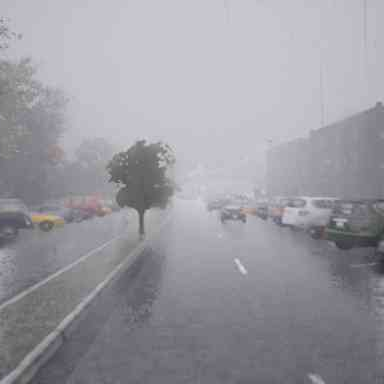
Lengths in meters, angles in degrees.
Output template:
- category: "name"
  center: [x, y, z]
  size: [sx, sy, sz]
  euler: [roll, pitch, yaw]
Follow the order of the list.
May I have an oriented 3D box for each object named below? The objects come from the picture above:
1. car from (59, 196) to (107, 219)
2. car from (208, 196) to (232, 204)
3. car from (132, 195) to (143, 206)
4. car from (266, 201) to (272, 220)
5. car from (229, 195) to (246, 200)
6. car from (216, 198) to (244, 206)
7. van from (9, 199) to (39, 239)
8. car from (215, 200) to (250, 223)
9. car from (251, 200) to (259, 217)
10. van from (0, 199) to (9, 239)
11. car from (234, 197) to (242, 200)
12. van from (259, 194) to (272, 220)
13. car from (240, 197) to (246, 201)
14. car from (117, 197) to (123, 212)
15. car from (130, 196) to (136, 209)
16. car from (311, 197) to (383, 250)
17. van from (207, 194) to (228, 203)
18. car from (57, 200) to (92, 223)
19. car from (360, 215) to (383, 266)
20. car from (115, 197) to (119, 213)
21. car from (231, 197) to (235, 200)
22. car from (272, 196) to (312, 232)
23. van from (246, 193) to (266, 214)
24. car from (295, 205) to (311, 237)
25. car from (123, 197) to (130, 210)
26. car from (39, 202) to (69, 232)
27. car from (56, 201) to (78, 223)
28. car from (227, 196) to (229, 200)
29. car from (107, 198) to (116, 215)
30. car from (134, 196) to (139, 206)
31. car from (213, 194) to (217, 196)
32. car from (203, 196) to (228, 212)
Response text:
- category: "car"
  center: [-10.492, 1.374, 28.496]
  size: [5.566, 2.045, 2.435]
  euler: [-1, 0, -20]
- category: "car"
  center: [6.135, 1.773, 73.038]
  size: [4.892, 1.521, 2.231]
  euler: [1, 0, -25]
- category: "car"
  center: [-11.098, 1.617, 55.178]
  size: [4.553, 1.767, 2.185]
  euler: [-1, -1, -22]
- category: "car"
  center: [7.749, 1.574, 21.767]
  size: [5.008, 1.535, 2.097]
  euler: [1, 0, -20]
- category: "car"
  center: [7.578, 1.531, 42.865]
  size: [4.553, 1.767, 2.185]
  euler: [1, -1, -21]
- category: "car"
  center: [6.929, 1.766, 60.984]
  size: [4.674, 1.452, 2.002]
  euler: [1, -1, -23]
- category: "van"
  center: [-10.338, 1.347, 16.649]
  size: [4.442, 1.987, 1.878]
  euler: [-1, -1, -20]
- category: "car"
  center: [3.079, 1.635, 26.220]
  size: [1.812, 1.442, 4.674]
  euler: [0, 0, 0]
- category: "car"
  center: [7.766, 1.628, 27.800]
  size: [4.792, 1.488, 2.163]
  euler: [1, -1, -20]
- category: "van"
  center: [-10.333, 1.334, 13.671]
  size: [4.442, 1.987, 1.878]
  euler: [-1, -1, -20]
- category: "car"
  center: [7.699, 1.634, 36.827]
  size: [5.008, 1.535, 2.097]
  euler: [1, 0, -21]
- category: "van"
  center: [7.639, 1.359, 24.732]
  size: [4.442, 1.987, 1.878]
  euler: [1, 0, -20]
- category: "car"
  center: [7.886, 1.622, 33.884]
  size: [5.366, 1.575, 1.946]
  euler: [1, -1, -21]
- category: "car"
  center: [-10.508, 1.537, 37.427]
  size: [4.553, 1.767, 2.185]
  euler: [-1, 0, -21]
- category: "car"
  center: [-10.754, 1.733, 46.290]
  size: [4.792, 1.488, 2.163]
  euler: [-1, 0, -22]
- category: "car"
  center: [7.779, 1.286, 12.769]
  size: [5.566, 2.045, 2.435]
  euler: [1, -1, -20]
- category: "van"
  center: [5.781, 1.557, 75.998]
  size: [4.442, 1.987, 1.878]
  euler: [1, 0, -25]
- category: "car"
  center: [-10.430, 1.641, 25.546]
  size: [4.792, 1.488, 2.163]
  euler: [-1, -1, -20]
- category: "car"
  center: [7.726, 1.553, 9.734]
  size: [4.792, 1.488, 2.163]
  euler: [1, 0, -20]
- category: "car"
  center: [-10.495, 1.651, 34.449]
  size: [4.892, 1.521, 2.231]
  euler: [-1, 0, -20]
- category: "car"
  center: [7.640, 1.647, 39.845]
  size: [4.892, 1.521, 2.231]
  euler: [1, -1, -21]
- category: "car"
  center: [7.775, 1.311, 18.777]
  size: [5.566, 2.045, 2.435]
  euler: [1, -1, -20]
- category: "van"
  center: [7.624, 1.383, 30.757]
  size: [4.442, 1.987, 1.878]
  euler: [1, 0, -20]
- category: "car"
  center: [7.753, 1.549, 15.757]
  size: [5.008, 1.535, 2.097]
  euler: [1, 0, -20]
- category: "car"
  center: [-10.574, 1.676, 40.382]
  size: [5.008, 1.535, 2.097]
  euler: [-1, 0, -21]
- category: "car"
  center: [-10.272, 1.581, 19.646]
  size: [5.366, 1.575, 1.946]
  euler: [-1, -1, -20]
- category: "car"
  center: [-10.477, 1.629, 22.543]
  size: [4.792, 1.488, 2.163]
  euler: [-1, 0, -20]
- category: "car"
  center: [7.445, 1.680, 48.910]
  size: [5.008, 1.535, 2.097]
  euler: [1, -1, -22]
- category: "car"
  center: [-10.306, 1.632, 31.548]
  size: [5.366, 1.575, 1.946]
  euler: [-1, -1, -20]
- category: "car"
  center: [-10.793, 1.745, 49.284]
  size: [4.792, 1.488, 2.163]
  euler: [-1, -1, -22]
- category: "car"
  center: [7.069, 1.462, 57.949]
  size: [5.566, 2.045, 2.435]
  euler: [1, 0, -23]
- category: "car"
  center: [2.930, 1.664, 42.105]
  size: [2.128, 1.511, 4.902]
  euler: [0, 0, -1]
